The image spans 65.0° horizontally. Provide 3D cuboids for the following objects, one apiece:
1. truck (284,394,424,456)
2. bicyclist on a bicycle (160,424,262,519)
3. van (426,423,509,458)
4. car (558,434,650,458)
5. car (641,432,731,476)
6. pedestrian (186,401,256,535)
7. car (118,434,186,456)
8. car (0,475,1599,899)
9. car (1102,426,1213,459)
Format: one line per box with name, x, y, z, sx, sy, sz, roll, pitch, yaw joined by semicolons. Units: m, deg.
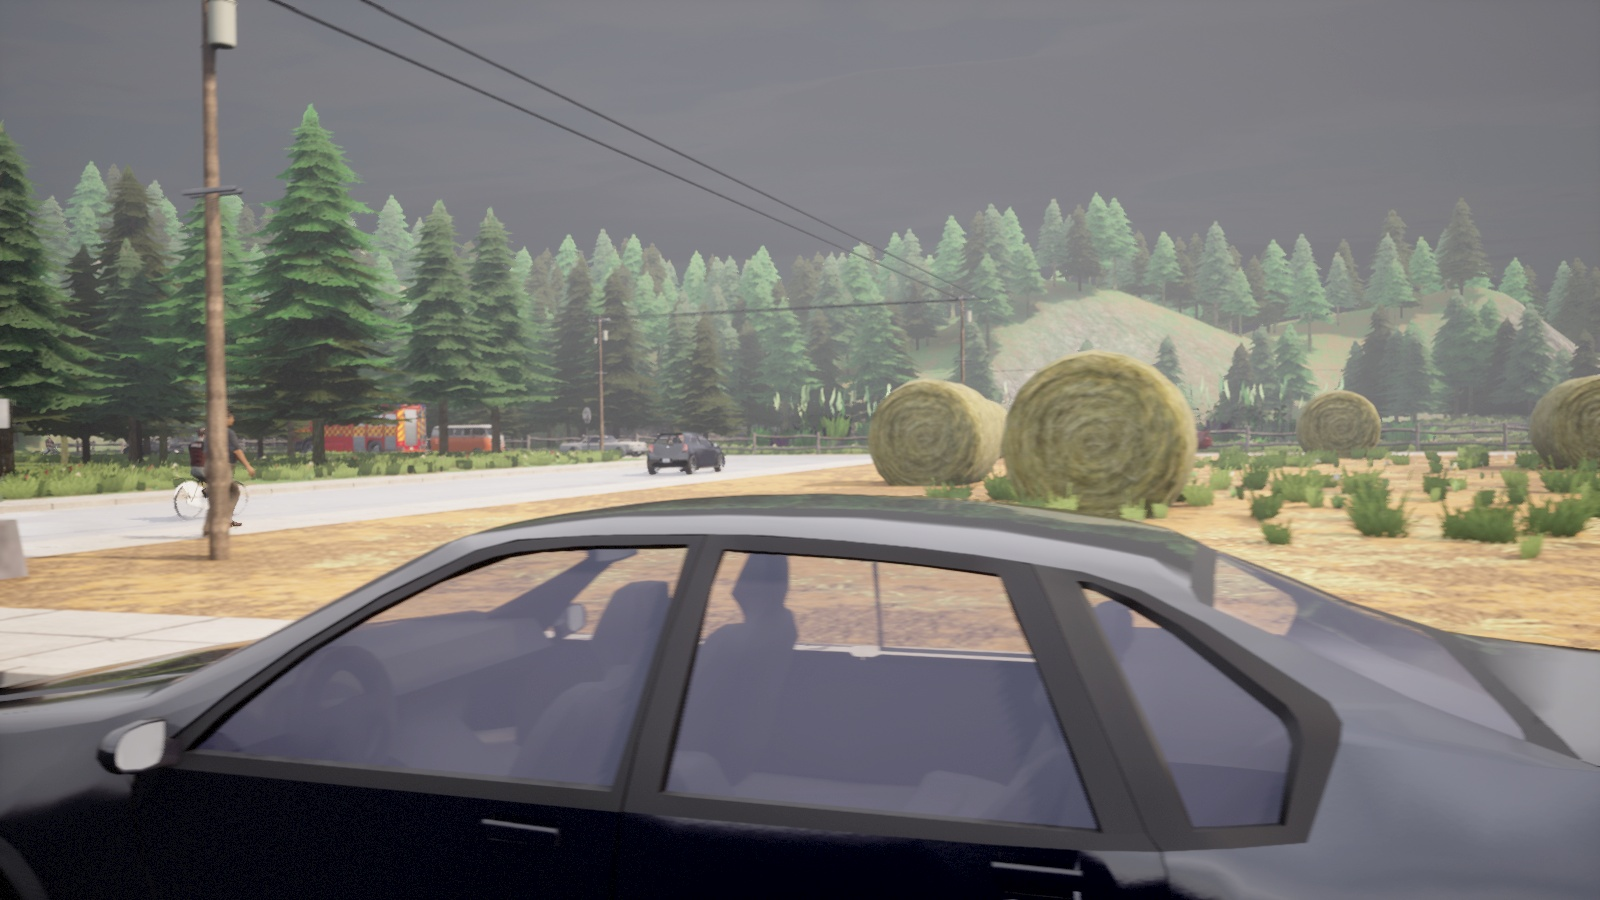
truck;-28.376;-1.546;79.866;8.468;3.827;2.891;0;1;21
bicyclist on a bicycle;-11.406;0.381;24.377;0.659;1.776;1.843;0;1;20
van;-19.213;-0.572;72.646;4.442;1.987;1.775;0;1;22
car;-10.829;-0.214;69.249;4.718;1.301;1.895;0;1;23
car;-4.043;0.116;45.008;1.845;1.501;3.633;0;1;20
pedestrian;-8.189;0.247;17.766;0.540;1.848;0.694;0;1;38
car;-44.343;-0.373;85.959;4.193;1.474;1.816;0;1;21
car;-0.201;0.827;3.256;5.357;1.411;2.033;0;1;19
car;17.461;-0.378;61.330;5.008;1.535;1.882;0;1;22
